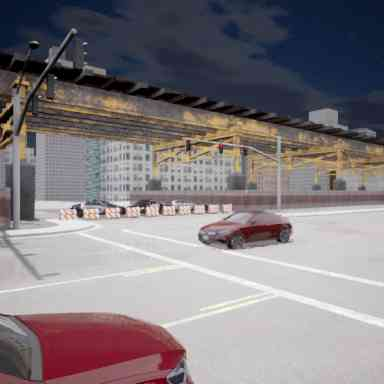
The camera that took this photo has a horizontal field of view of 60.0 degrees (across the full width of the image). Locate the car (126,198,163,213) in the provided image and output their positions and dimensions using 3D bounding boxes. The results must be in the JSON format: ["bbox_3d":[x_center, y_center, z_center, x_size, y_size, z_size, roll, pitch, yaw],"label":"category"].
[{"bbox_3d":[-4.615,1.295,33.143,1.853,1.218,4.536,0,0,18],"label":"car"}]

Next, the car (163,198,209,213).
[{"bbox_3d":[-0.730,1.453,36.862,4.974,1.542,2.038,0,0,-7],"label":"car"}]

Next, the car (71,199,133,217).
[{"bbox_3d":[-8.370,1.453,30.399,4.974,1.542,2.038,0,0,8],"label":"car"}]

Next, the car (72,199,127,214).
[{"bbox_3d":[-8.421,1.295,30.406,4.536,1.218,1.853,0,0,8],"label":"car"}]

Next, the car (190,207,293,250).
[{"bbox_3d":[2.429,1.526,14.353,4.674,1.442,1.812,0,0,-36],"label":"car"}]

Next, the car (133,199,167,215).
[{"bbox_3d":[-4.631,1.453,33.093,2.038,1.542,4.974,0,0,18],"label":"car"}]

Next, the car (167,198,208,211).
[{"bbox_3d":[-0.781,1.295,36.856,4.536,1.218,1.853,0,0,-7],"label":"car"}]

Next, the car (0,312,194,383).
[{"bbox_3d":[-2.141,1.526,2.240,4.674,1.442,1.812,0,0,-35],"label":"car"}]
